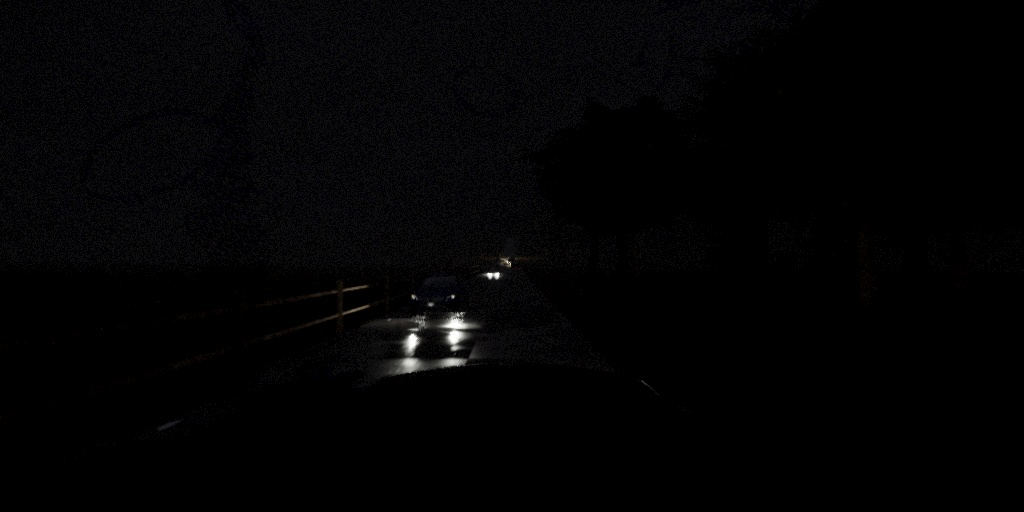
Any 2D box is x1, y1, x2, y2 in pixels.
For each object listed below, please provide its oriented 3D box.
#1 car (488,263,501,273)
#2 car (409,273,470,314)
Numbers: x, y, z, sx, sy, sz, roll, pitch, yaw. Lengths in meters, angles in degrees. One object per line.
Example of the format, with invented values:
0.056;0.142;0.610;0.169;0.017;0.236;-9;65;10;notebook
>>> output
-2.817;1.859;56.874;2.128;1.511;4.902;0;0;1;car
-2.841;1.461;14.871;1.812;1.442;4.674;0;-1;0;car
